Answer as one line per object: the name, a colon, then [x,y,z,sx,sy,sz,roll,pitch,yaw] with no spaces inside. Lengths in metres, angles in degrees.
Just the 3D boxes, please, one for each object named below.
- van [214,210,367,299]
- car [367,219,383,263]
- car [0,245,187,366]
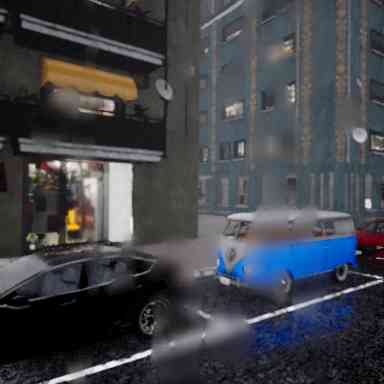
van: [2.419,1.373,8.274,3.998,1.788,1.690,0,0,-35]
car: [6.914,1.603,11.482,4.507,1.381,1.887,0,0,-35]
car: [-2.080,1.571,5.067,4.313,1.339,1.947,0,0,-35]
